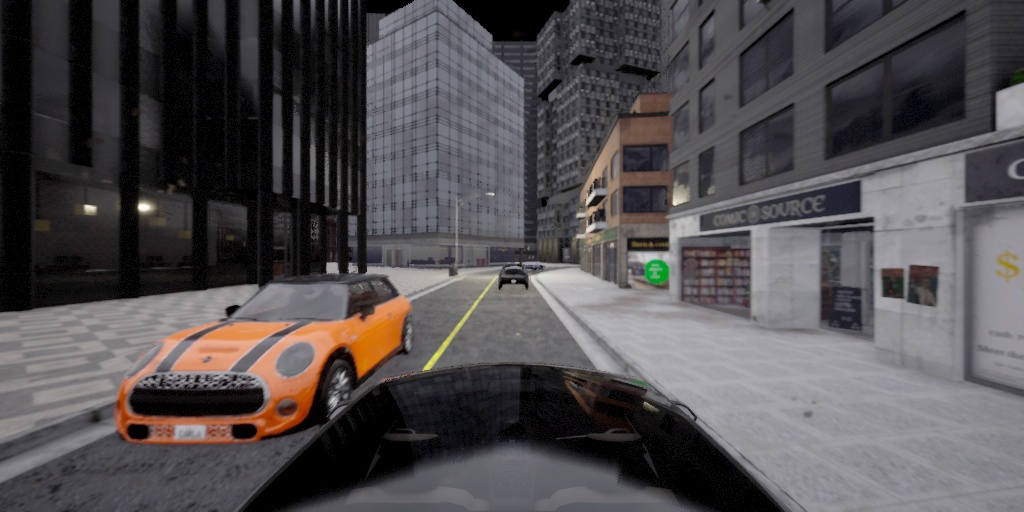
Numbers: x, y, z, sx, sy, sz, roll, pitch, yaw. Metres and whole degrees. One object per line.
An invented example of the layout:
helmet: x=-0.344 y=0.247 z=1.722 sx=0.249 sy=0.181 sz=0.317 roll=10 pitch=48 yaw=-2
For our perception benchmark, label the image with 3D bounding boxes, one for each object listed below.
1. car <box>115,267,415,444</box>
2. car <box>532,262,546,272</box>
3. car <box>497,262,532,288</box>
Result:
car: x=-3.093 y=1.101 z=5.675 sx=2.097 sy=1.767 sz=4.553 roll=0 pitch=0 yaw=0
car: x=2.782 y=1.330 z=44.469 sx=1.895 sy=1.301 sz=4.718 roll=0 pitch=0 yaw=19
car: x=0.101 y=1.235 z=23.352 sx=1.837 sy=1.490 sz=4.892 roll=0 pitch=0 yaw=0
